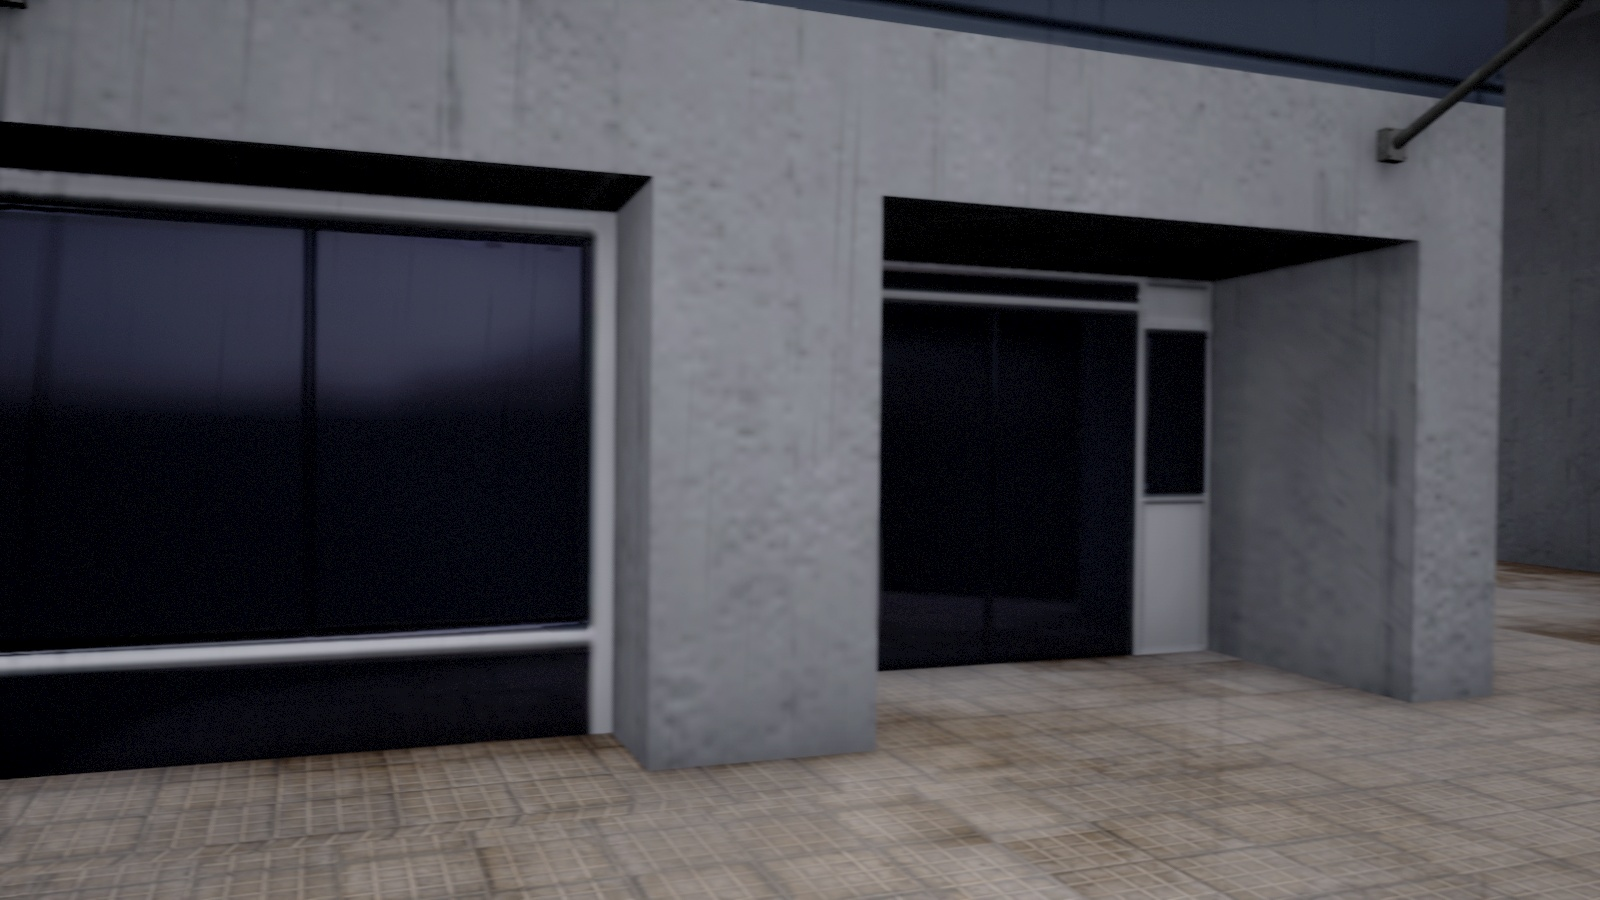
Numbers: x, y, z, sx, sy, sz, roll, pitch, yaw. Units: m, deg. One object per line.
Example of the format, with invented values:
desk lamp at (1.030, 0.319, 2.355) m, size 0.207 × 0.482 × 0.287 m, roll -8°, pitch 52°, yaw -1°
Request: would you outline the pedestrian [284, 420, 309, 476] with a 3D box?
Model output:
pedestrian at (-17.771, -0.070, 44.319) m, size 0.788 × 1.949 × 0.423 m, roll -1°, pitch 1°, yaw -20°
